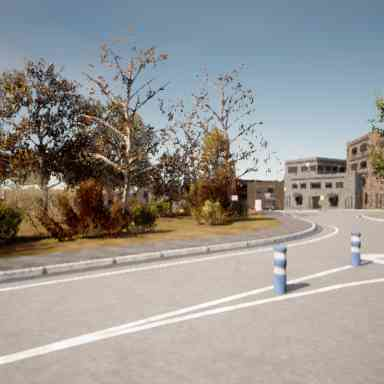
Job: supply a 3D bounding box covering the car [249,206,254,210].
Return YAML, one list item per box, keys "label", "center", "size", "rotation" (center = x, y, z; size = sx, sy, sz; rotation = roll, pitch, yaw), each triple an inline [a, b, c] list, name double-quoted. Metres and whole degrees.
- label: "car"
  center: [15.415, 4.276, 82.641]
  size: [2.163, 1.488, 4.792]
  rotation: [1, -4, -29]

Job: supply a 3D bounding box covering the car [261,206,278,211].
- label: "car"
  center: [18.073, 3.941, 77.842]
  size: [2.002, 1.452, 4.674]
  rotation: [3, -5, -29]
